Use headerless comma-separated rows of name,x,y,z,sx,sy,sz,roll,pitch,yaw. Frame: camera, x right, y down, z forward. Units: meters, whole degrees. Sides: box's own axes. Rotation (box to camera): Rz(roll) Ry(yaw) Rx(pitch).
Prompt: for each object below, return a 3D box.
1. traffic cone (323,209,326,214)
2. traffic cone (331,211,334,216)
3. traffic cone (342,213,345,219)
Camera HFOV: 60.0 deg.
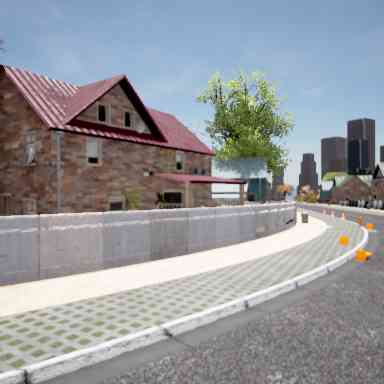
traffic cone,16.679,2.494,41.872,0.340,0.580,0.340,0,-1,12
traffic cone,15.634,2.400,36.982,0.340,0.580,0.340,0,-1,12
traffic cone,14.588,2.306,32.092,0.340,0.580,0.340,0,-1,12
